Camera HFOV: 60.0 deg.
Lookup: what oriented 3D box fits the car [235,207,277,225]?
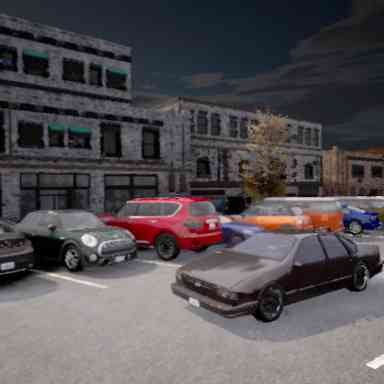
[{"bbox_3d":[0.891,1.532,14.228,4.674,1.452,2.002,-1,-1,35],"label":"car"}]

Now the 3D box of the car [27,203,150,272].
[{"bbox_3d":[-3.909,1.360,10.846,4.553,1.767,2.185,-1,-1,34],"label":"car"}]

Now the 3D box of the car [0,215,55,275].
[{"bbox_3d":[-6.271,1.487,9.110,4.892,1.521,2.231,-1,0,35],"label":"car"}]

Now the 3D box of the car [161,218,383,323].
[{"bbox_3d":[2.207,1.550,7.407,5.357,1.411,2.033,0,0,-35],"label":"car"}]

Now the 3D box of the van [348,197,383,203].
[{"bbox_3d":[10.541,1.292,20.978,4.442,1.987,1.878,-1,-1,35],"label":"van"}]

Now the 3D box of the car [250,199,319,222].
[{"bbox_3d":[3.301,1.370,15.910,4.553,1.767,2.185,-1,-1,34],"label":"car"}]

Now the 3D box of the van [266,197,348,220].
[{"bbox_3d":[5.567,1.279,17.696,4.442,1.987,1.878,-1,-1,35],"label":"van"}]

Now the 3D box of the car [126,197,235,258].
[{"bbox_3d":[-1.525,1.238,12.538,5.566,2.045,2.435,-1,-1,35],"label":"car"}]

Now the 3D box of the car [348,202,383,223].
[{"bbox_3d":[8.059,1.510,19.329,5.008,1.535,2.097,-1,-1,35],"label":"car"}]
